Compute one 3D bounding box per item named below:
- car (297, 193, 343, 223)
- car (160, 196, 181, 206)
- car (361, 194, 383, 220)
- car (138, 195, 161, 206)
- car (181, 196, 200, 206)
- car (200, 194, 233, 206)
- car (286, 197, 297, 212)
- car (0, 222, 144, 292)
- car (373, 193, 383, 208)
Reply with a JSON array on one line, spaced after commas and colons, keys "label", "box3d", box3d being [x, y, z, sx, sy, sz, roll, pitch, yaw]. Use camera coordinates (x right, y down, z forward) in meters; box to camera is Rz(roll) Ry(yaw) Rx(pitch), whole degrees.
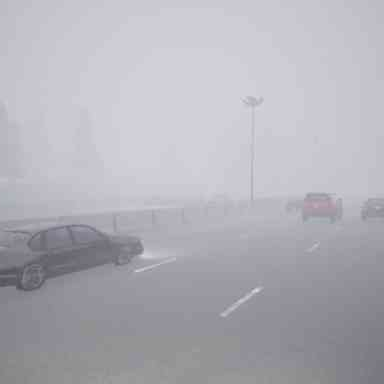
[{"label": "car", "box3d": [9.639, 1.051, 24.459, 2.150, 2.045, 5.566, 0, 0, 31]}, {"label": "car", "box3d": [-1.926, 1.215, 46.375, 1.895, 1.301, 4.718, 0, 1, 31]}, {"label": "car", "box3d": [14.018, 1.154, 24.968, 2.097, 1.767, 4.553, 0, 1, 31]}, {"label": "car", "box3d": [-5.575, 1.125, 47.102, 2.128, 1.511, 4.902, 0, 1, 31]}, {"label": "car", "box3d": [0.816, 1.191, 44.145, 1.994, 1.385, 4.181, 0, 1, 31]}, {"label": "car", "box3d": [3.405, 0.996, 41.659, 2.097, 1.767, 4.553, 0, 1, 31]}, {"label": "car", "box3d": [10.808, 1.219, 33.249, 1.837, 1.490, 4.892, 0, 1, 31]}, {"label": "car", "box3d": [-3.633, 1.529, 9.048, 2.033, 1.411, 5.357, 0, 0, 31]}, {"label": "car", "box3d": [23.060, 0.970, 40.118, 1.882, 1.535, 5.008, 0, 1, 31]}]
